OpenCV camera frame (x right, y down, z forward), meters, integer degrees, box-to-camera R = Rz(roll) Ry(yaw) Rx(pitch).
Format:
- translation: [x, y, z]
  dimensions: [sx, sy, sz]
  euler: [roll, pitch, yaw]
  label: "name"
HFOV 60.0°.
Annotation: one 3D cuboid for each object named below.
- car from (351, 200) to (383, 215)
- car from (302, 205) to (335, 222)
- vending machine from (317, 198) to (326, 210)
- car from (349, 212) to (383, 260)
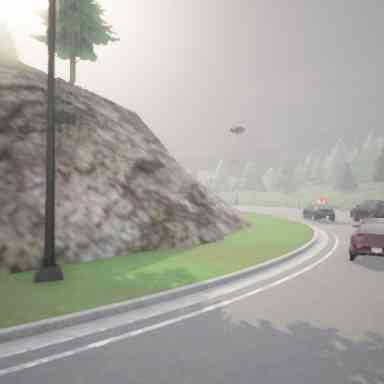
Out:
- translation: [15.391, 1.651, 27.906]
  dimensions: [2.150, 2.045, 5.566]
  euler: [0, -1, 4]
  label: "car"
- translation: [11.954, 1.972, 31.644]
  dimensions: [1.837, 1.490, 4.892]
  euler: [1, -1, 1]
  label: "car"
- translation: [22.899, 2.062, 58.692]
  dimensions: [1.100, 2.100, 0.880]
  euler: [0, -1, -16]
  label: "vending machine"
- translation: [7.122, 1.721, 12.598]
  dimensions: [1.812, 1.442, 4.674]
  euler: [0, -1, 32]
  label: "car"
